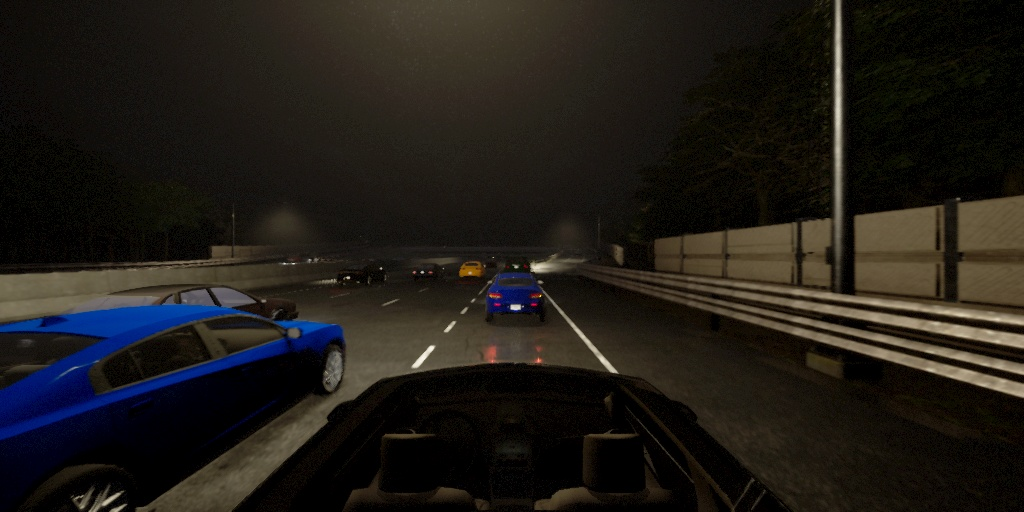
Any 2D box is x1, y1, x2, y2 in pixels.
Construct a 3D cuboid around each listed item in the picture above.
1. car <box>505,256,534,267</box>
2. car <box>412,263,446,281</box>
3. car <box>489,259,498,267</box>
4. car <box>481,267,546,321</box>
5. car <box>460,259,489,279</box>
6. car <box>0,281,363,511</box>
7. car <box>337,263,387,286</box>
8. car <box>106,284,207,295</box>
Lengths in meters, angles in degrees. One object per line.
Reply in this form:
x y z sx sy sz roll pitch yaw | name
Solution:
0.623 0.978 31.102 2.150 2.045 5.566 0 0 6 | car
-6.835 1.304 29.888 2.033 1.411 5.357 0 0 0 | car
-3.407 1.243 59.316 1.882 1.535 5.008 0 0 0 | car
0.112 1.278 12.396 1.812 1.442 4.674 0 0 0 | car
-3.428 1.235 32.039 1.882 1.535 5.008 0 0 0 | car
-3.500 1.228 3.563 1.882 1.535 5.008 0 0 0 | car
-10.351 1.232 25.140 1.882 1.535 5.008 0 0 0 | car
-6.898 1.298 7.598 2.033 1.411 5.357 0 0 0 | car
